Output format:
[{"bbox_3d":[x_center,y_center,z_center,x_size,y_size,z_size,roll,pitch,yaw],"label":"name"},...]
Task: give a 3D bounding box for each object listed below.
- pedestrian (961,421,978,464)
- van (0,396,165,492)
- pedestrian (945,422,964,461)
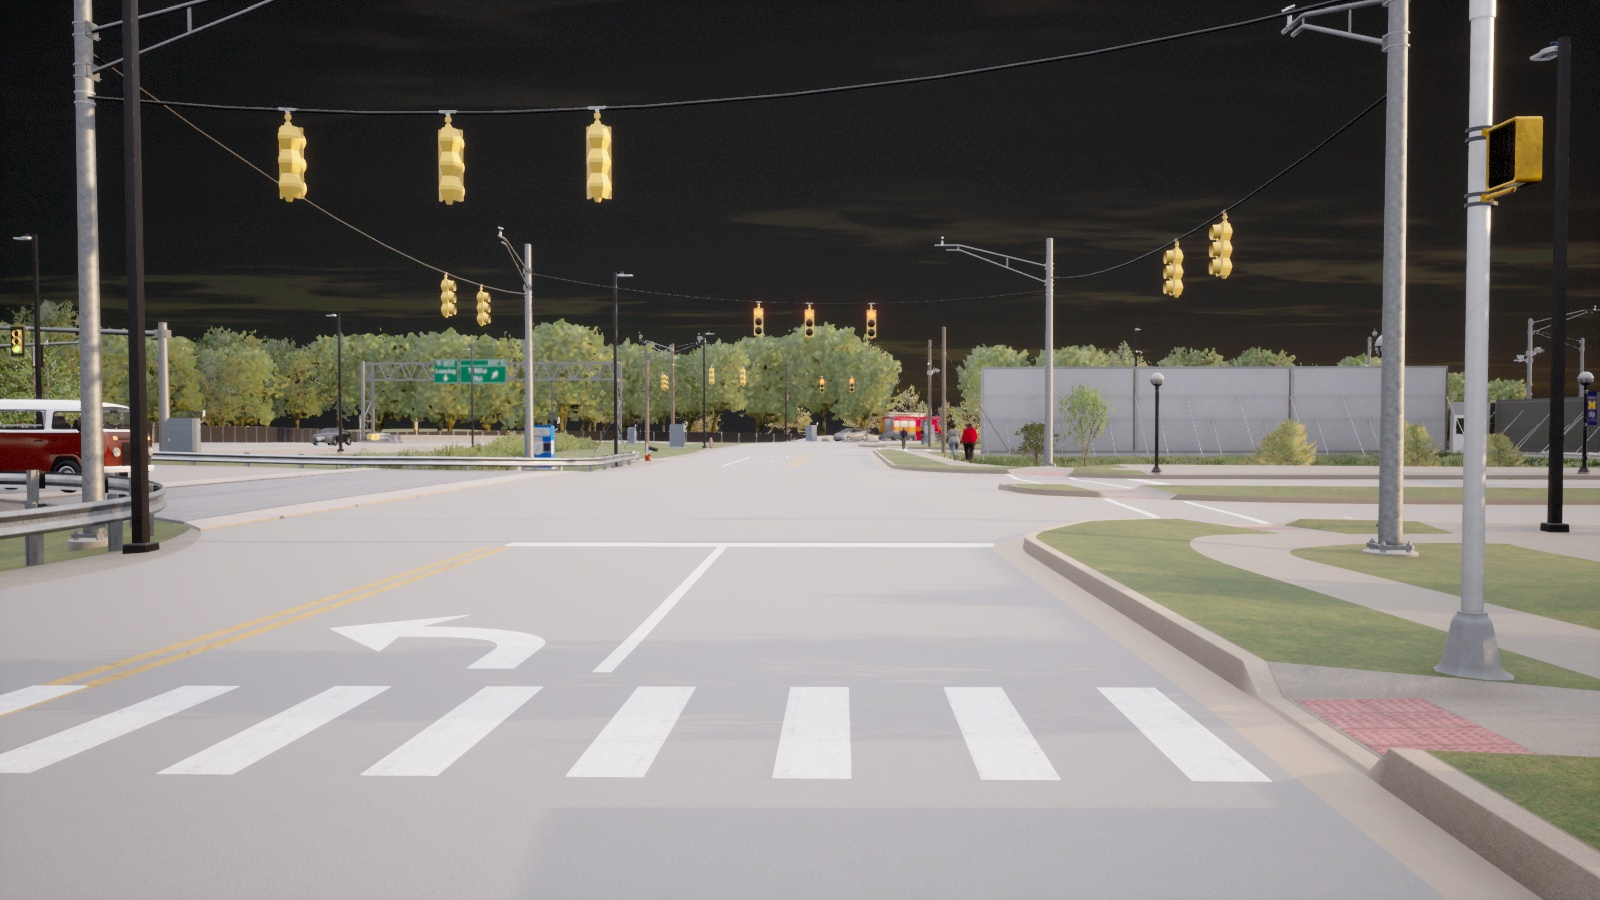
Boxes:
[{"bbox_3d":[7.399,-0.349,54.906,0.634,1.844,0.899,0,2,2],"label":"pedestrian"},{"bbox_3d":[-16.842,-0.136,27.853,4.480,2.038,2.069,0,1,5],"label":"van"},{"bbox_3d":[7.536,-0.408,61.285,0.874,1.855,0.900,0,2,1],"label":"pedestrian"}]
